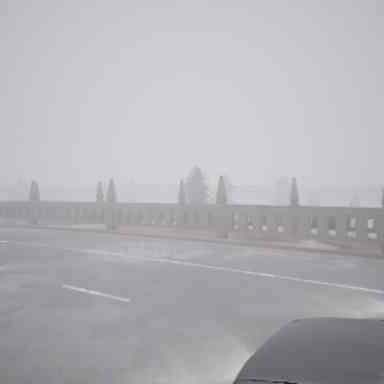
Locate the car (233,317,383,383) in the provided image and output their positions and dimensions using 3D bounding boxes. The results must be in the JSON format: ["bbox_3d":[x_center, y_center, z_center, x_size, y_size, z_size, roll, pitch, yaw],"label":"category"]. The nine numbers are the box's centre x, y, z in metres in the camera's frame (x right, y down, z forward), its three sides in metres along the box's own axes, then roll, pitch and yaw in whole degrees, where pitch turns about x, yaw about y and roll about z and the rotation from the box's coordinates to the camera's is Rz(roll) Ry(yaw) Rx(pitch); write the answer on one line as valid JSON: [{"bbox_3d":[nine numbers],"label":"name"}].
[{"bbox_3d":[2.856,1.535,1.866,5.357,1.411,2.033,0,0,35],"label":"car"}]
